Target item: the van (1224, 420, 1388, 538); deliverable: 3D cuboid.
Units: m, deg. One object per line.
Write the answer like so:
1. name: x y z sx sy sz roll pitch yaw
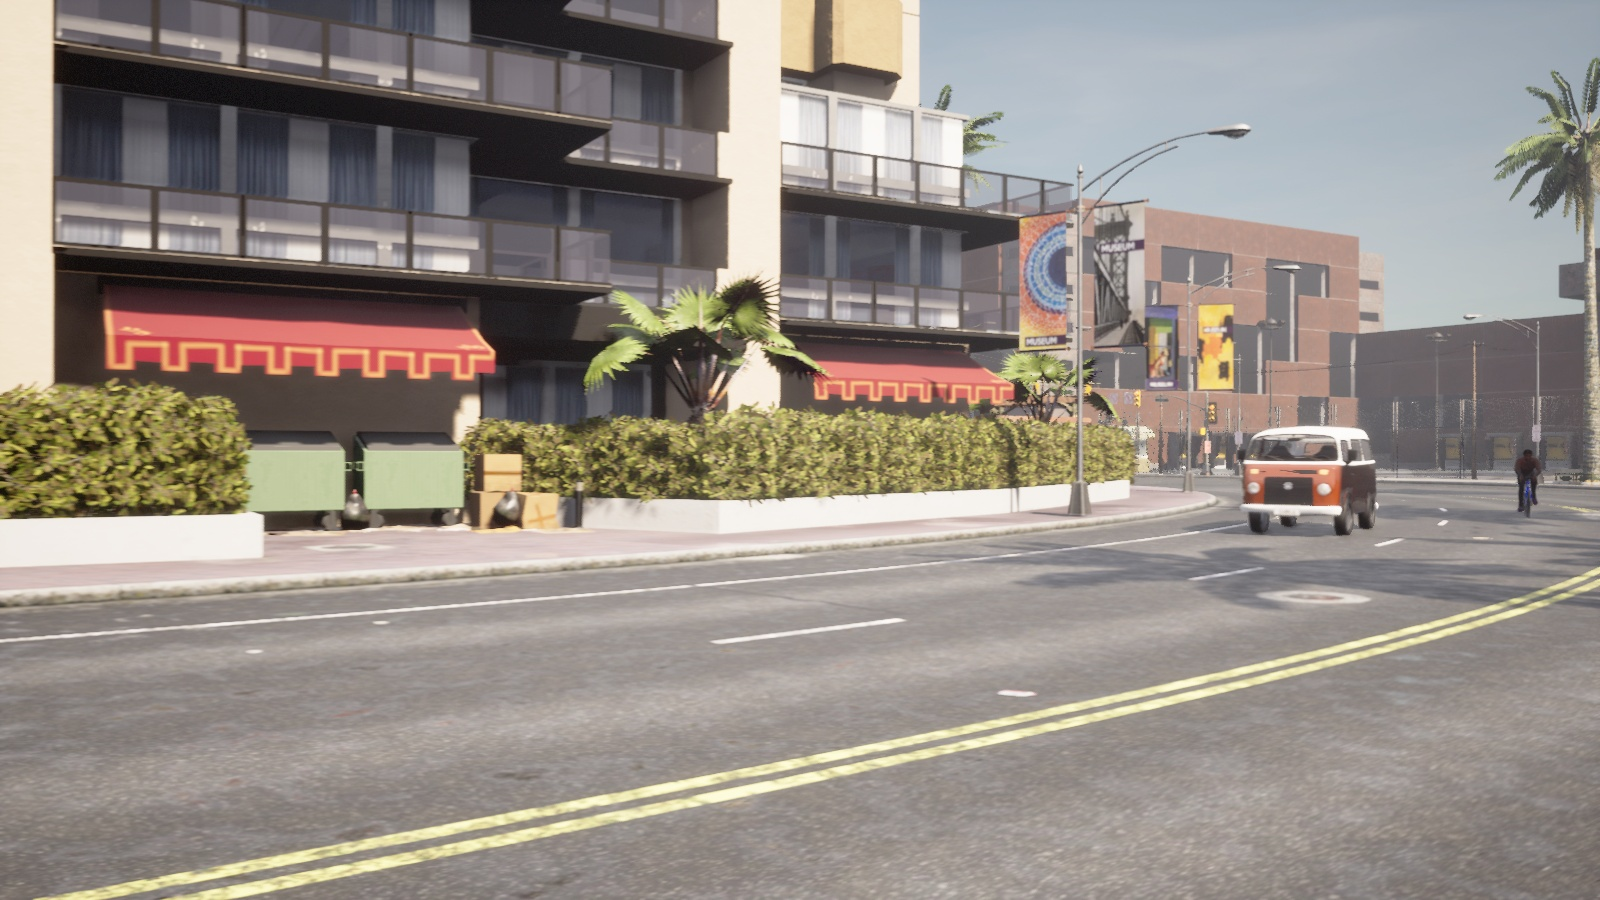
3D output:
1. van: 9.838 0.509 24.192 2.069 2.038 4.480 0 0 33

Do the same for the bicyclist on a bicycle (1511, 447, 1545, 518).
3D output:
1. bicyclist on a bicycle: 17.006 0.736 29.363 0.582 1.620 1.656 -1 0 27
